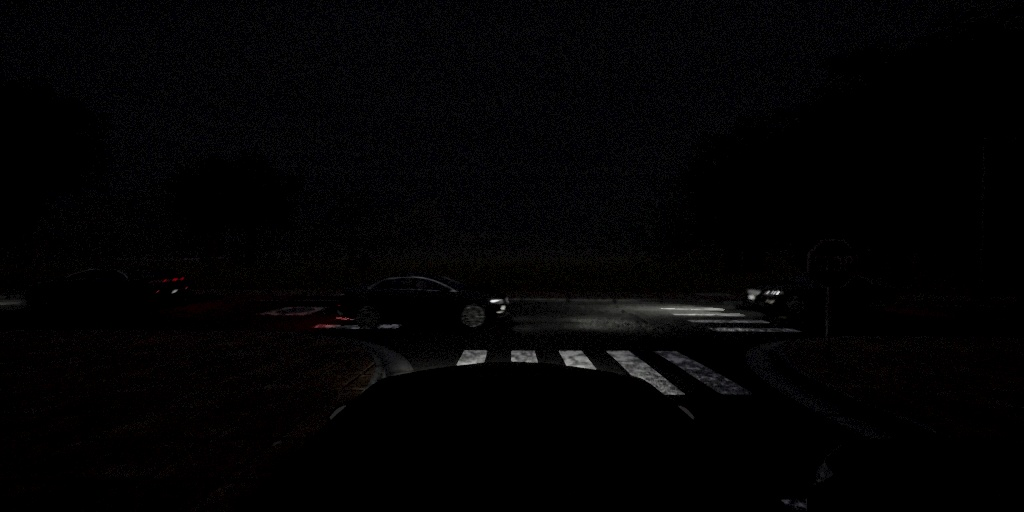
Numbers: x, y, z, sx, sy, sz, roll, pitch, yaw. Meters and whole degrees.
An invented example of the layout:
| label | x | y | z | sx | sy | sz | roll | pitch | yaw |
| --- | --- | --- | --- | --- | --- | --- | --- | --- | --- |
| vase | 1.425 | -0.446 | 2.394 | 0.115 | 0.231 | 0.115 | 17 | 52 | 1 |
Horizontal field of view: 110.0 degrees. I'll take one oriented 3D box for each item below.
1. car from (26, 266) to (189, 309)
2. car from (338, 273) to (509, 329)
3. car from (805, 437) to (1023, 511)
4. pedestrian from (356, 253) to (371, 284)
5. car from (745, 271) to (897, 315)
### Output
| label | x | y | z | sx | sy | sz | roll | pitch | yaw |
| --- | --- | --- | --- | --- | --- | --- | --- | --- | --- |
| car | -15.267 | 1.130 | 13.645 | 4.902 | 1.511 | 2.128 | 0 | 1 | 0 |
| car | -2.558 | 1.253 | 10.725 | 4.902 | 1.511 | 2.128 | 0 | 1 | 0 |
| car | 2.639 | 1.301 | 0.391 | 2.007 | 1.370 | 4.403 | 0 | 0 | 0 |
| pedestrian | -6.895 | 0.757 | 16.561 | 0.375 | 1.860 | 0.375 | 0 | 1 | 0 |
| car | 11.619 | 1.331 | 13.690 | 4.902 | 1.511 | 2.128 | 1 | 1 | 0 |
